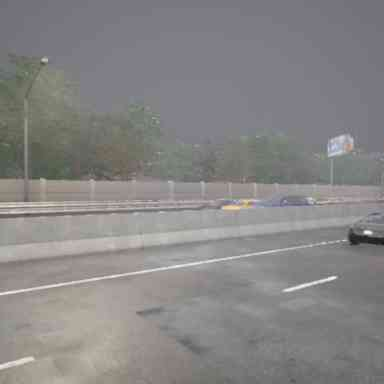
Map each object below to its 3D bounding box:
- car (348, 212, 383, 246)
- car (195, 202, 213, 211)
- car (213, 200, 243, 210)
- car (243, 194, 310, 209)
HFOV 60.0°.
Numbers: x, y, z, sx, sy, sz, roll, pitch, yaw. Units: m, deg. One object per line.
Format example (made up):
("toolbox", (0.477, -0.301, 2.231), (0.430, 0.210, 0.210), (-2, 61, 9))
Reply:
("car", (8.465, 1.538, 14.076), (4.181, 1.385, 1.994), (0, 0, -35))
("car", (2.788, 1.516, 31.767), (5.357, 1.411, 2.033), (0, 0, -35))
("car", (4.582, 1.447, 28.745), (5.008, 1.535, 1.882), (0, 0, -35))
("car", (7.004, 1.189, 26.173), (5.566, 2.045, 2.150), (0, 0, -35))
